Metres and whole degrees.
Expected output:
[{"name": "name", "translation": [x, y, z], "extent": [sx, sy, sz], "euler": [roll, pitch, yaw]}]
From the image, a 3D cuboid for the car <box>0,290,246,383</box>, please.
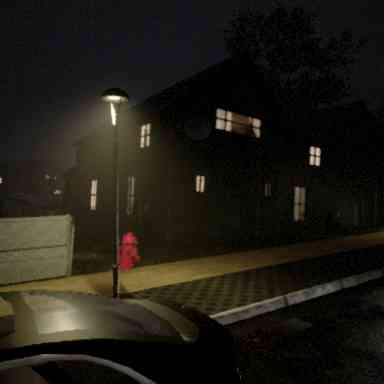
[{"name": "car", "translation": [-1.853, 1.489, 1.739], "extent": [4.902, 1.511, 2.128], "euler": [-1, 0, -35]}]
